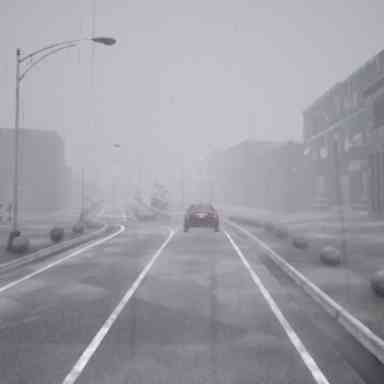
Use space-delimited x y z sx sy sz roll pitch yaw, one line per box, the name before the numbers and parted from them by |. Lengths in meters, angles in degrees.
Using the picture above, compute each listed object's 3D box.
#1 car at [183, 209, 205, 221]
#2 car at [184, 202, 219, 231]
car | 0.141 2.747 40.651 2.033 1.411 5.357 0 -3 -8
car | 0.618 1.522 21.597 2.097 1.767 4.553 0 -2 1
